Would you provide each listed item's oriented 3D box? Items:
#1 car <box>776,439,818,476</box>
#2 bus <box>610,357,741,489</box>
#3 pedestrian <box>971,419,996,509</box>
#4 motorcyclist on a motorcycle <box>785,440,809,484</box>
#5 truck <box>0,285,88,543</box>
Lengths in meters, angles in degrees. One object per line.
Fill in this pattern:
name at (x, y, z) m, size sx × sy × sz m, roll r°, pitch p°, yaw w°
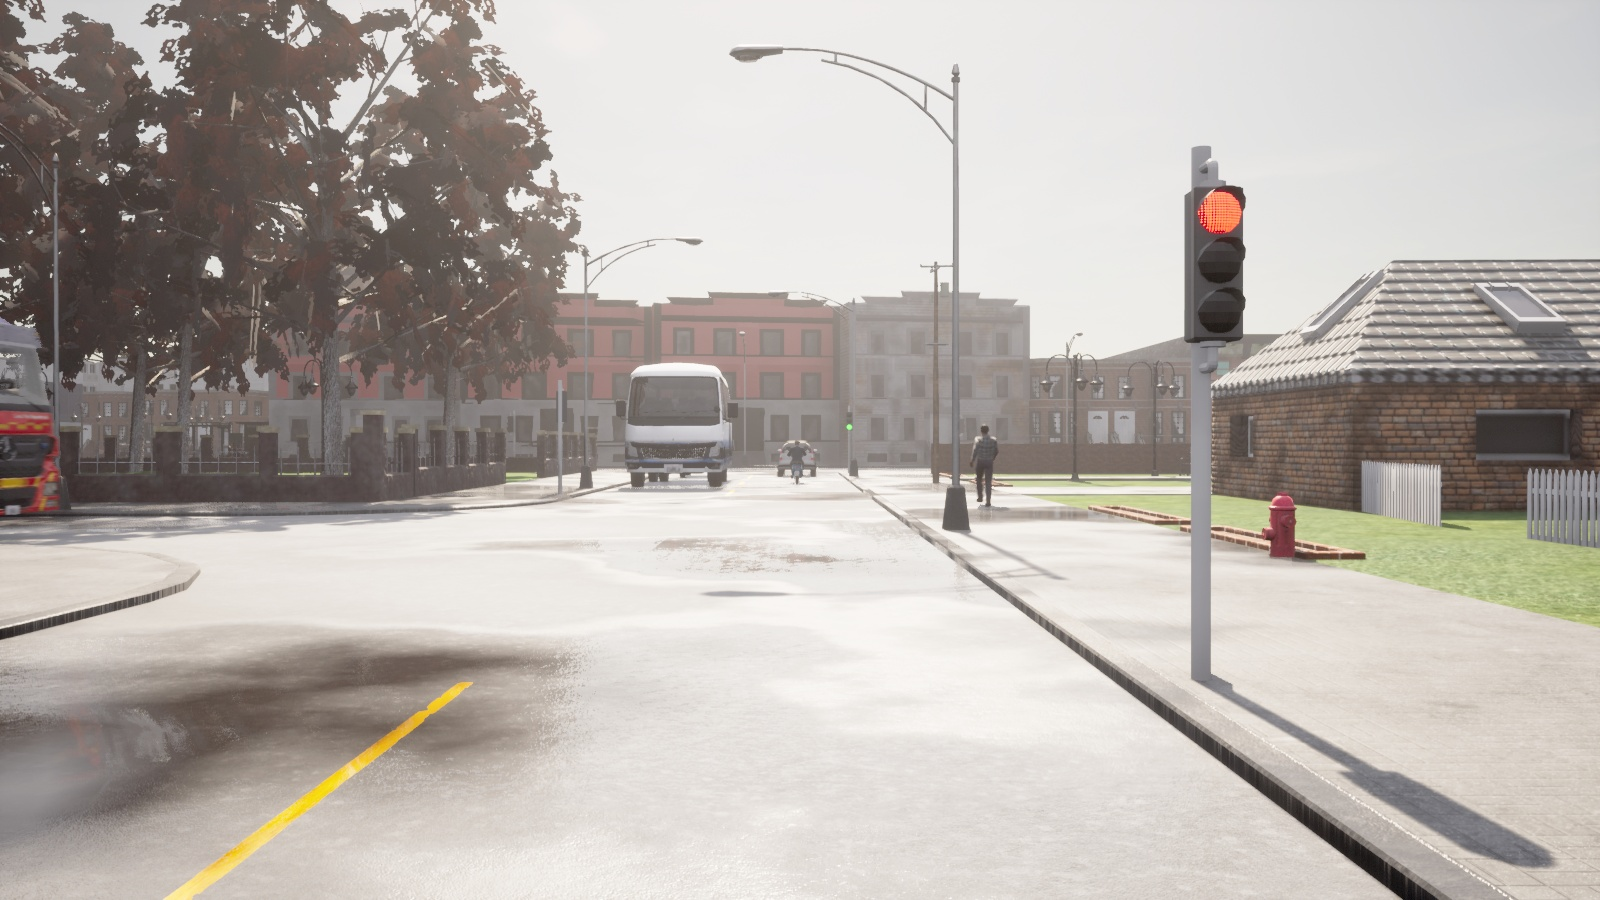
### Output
car at (-0.123, 0.321, 57.415) m, size 1.851 × 1.617 × 3.988 m, roll 0°, pitch 0°, yaw 1°
bus at (-4.227, -0.889, 45.382) m, size 3.944 × 4.253 × 10.273 m, roll 0°, pitch 0°, yaw -1°
pedestrian at (4.009, 0.303, 27.421) m, size 0.423 × 1.949 × 0.788 m, roll 0°, pitch 0°, yaw -1°
motorcyclist on a motorcycle at (-0.099, 0.437, 46.644) m, size 0.866 × 1.590 × 1.817 m, roll 0°, pitch 0°, yaw 0°
truck at (-16.132, -0.541, 19.519) m, size 8.468 × 3.827 × 2.891 m, roll 0°, pitch 0°, yaw 0°
